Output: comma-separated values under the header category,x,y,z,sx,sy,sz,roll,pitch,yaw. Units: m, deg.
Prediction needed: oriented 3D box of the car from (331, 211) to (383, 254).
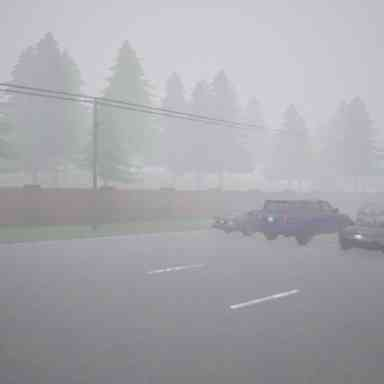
category,x,y,z,sx,sy,sz,roll,pitch,yaw
car,8.016,1.701,13.885,4.181,1.385,1.994,1,0,-35

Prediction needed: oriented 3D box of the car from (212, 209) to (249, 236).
category,x,y,z,sx,sy,sz,roll,pitch,yaw
car,3.661,1.680,19.380,5.357,1.411,2.033,1,0,-35

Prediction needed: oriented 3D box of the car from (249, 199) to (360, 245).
category,x,y,z,sx,sy,sz,roll,pitch,yaw
car,5.723,1.350,16.552,5.566,2.045,2.150,0,0,-35

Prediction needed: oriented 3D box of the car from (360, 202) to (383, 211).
category,x,y,z,sx,sy,sz,roll,pitch,yaw
car,15.950,1.625,28.148,4.553,1.767,2.097,1,-1,-35
